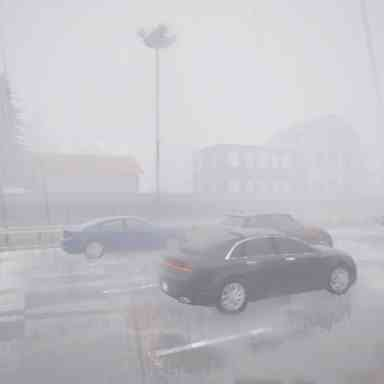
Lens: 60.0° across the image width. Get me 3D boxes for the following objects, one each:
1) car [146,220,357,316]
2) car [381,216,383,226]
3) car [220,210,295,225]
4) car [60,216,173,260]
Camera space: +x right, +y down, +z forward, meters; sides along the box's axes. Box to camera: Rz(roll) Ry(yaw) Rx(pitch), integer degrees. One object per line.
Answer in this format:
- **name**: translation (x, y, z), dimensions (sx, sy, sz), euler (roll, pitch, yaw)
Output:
- **car**: translation (1.629, 1.616, 7.674), dimensions (4.892, 1.490, 1.837), euler (0, -1, -26)
- **car**: translation (14.854, 1.802, 21.931), dimensions (5.357, 1.411, 2.033), euler (0, -1, -26)
- **car**: translation (2.978, 1.523, 12.232), dimensions (4.553, 1.767, 2.097), euler (0, -1, -26)
- **car**: translation (-2.604, 1.695, 13.396), dimensions (5.008, 1.535, 1.882), euler (0, -1, -26)
